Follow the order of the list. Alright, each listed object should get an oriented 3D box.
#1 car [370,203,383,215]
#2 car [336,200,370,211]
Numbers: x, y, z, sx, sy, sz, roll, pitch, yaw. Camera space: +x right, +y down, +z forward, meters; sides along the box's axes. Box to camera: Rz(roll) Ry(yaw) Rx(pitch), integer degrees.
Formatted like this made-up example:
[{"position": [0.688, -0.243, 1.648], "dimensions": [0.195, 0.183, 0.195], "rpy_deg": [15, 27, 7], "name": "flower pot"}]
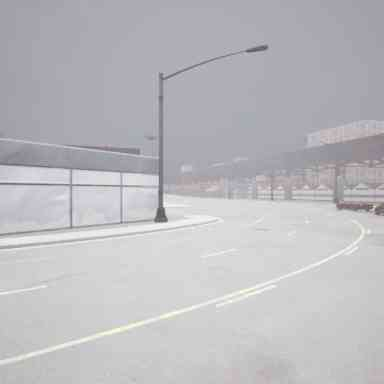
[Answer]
[{"position": [18.612, 1.526, 30.658], "dimensions": [1.812, 1.442, 4.674], "rpy_deg": [0, 0, 6], "name": "car"}, {"position": [19.243, 1.601, 39.664], "dimensions": [1.895, 1.301, 4.718], "rpy_deg": [0, 0, -9], "name": "car"}]
